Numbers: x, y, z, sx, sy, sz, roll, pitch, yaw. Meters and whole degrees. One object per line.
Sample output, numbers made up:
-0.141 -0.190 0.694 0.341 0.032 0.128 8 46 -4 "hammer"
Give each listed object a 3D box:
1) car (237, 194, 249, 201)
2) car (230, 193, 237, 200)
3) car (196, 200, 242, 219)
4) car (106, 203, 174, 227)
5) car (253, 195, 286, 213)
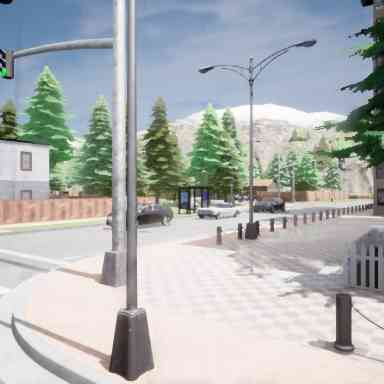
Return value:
13.001 1.144 77.963 1.932 1.855 4.605 0 0 36 "car"
10.737 1.146 79.124 1.905 1.878 3.866 0 0 36 "car"
2.399 1.586 28.628 1.895 1.301 4.718 0 0 37 "car"
-3.223 1.476 21.240 2.128 1.511 4.902 0 0 37 "car"
8.594 1.337 36.734 2.097 1.767 4.553 0 0 38 "car"
